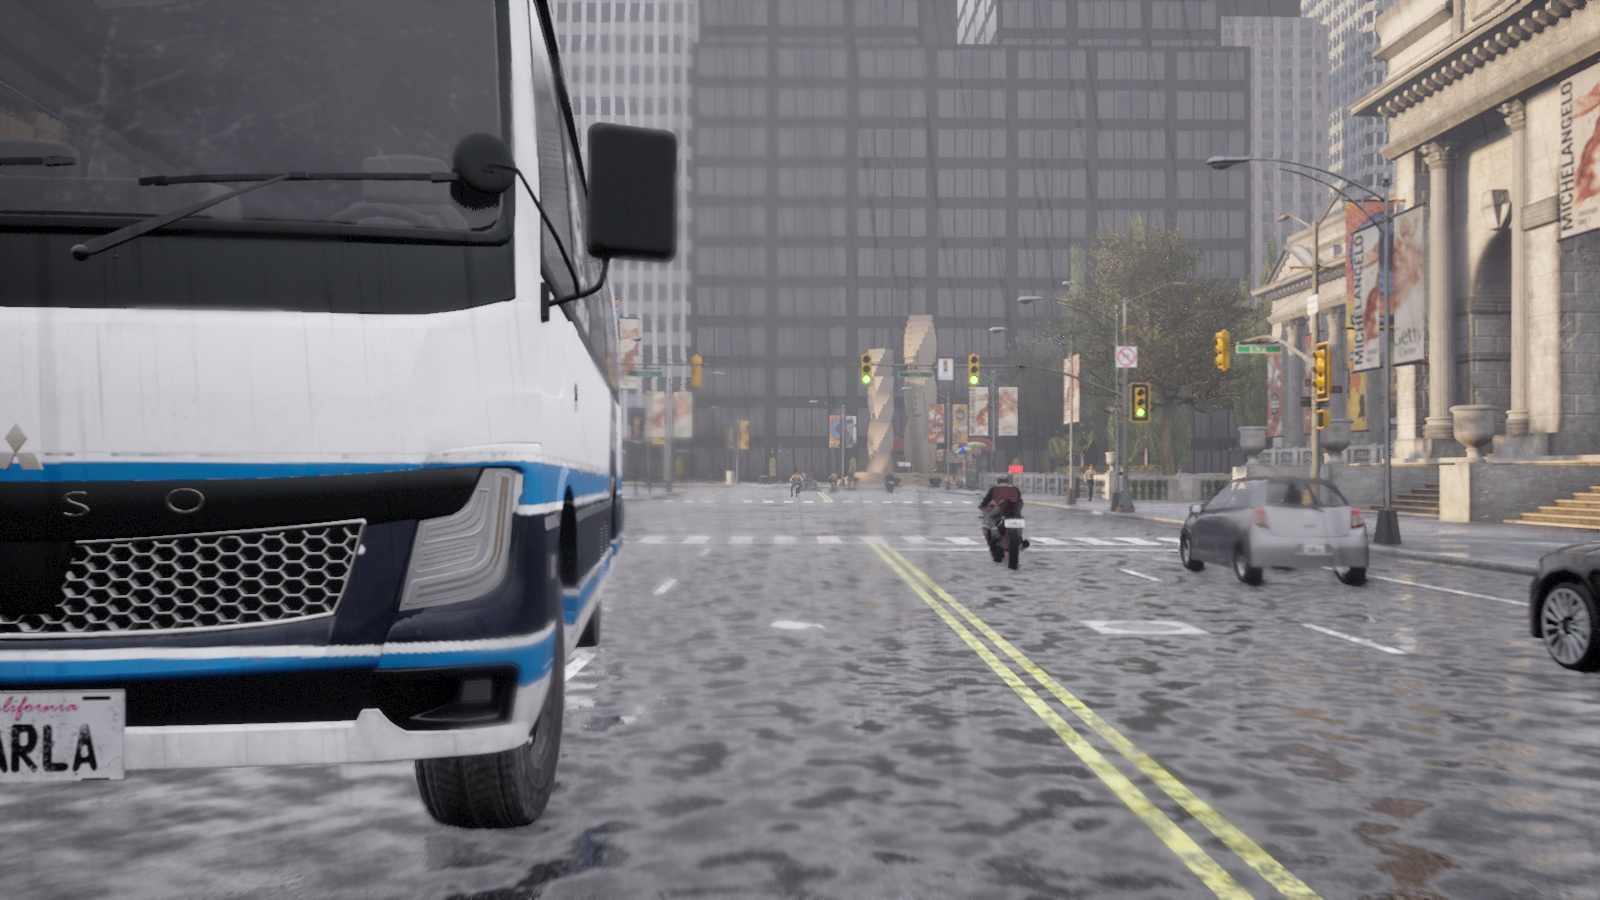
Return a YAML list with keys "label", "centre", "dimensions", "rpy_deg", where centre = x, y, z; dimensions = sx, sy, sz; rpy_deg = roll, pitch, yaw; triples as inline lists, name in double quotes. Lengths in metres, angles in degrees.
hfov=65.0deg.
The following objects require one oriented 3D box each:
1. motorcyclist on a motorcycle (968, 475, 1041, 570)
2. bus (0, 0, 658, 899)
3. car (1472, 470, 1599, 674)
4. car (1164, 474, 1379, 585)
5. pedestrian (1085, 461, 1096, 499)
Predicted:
- label: "motorcyclist on a motorcycle"
  centre: [3.449, 1.193, 21.356]
  dimensions: [0.866, 1.530, 2.191]
  rpy_deg: [0, -1, 0]
- label: "bus"
  centre: [-2.970, -0.408, 8.466]
  dimensions: [3.944, 4.253, 10.273]
  rpy_deg: [0, -1, -6]
- label: "car"
  centre: [6.978, 0.886, 8.569]
  dimensions: [2.128, 1.511, 4.902]
  rpy_deg: [0, -1, 0]
- label: "car"
  centre: [6.955, 1.118, 18.931]
  dimensions: [1.845, 1.501, 3.633]
  rpy_deg: [0, -1, 0]
- label: "pedestrian"
  centre: [14.039, 1.431, 60.703]
  dimensions: [0.345, 1.836, 0.594]
  rpy_deg: [0, -1, 0]
